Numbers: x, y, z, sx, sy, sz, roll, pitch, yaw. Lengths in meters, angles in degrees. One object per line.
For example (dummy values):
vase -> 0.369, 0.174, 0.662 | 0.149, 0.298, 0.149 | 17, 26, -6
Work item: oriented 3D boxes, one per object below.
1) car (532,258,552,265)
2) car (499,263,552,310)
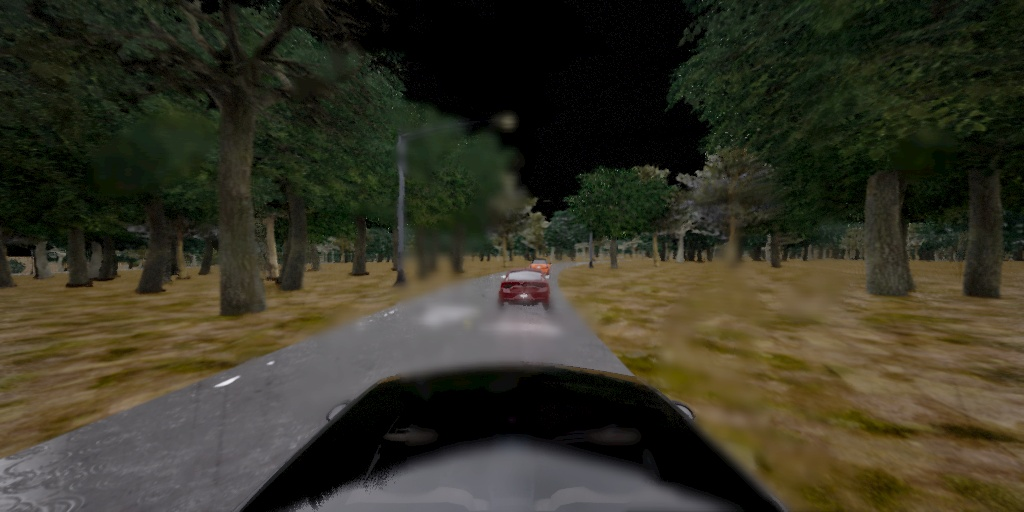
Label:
car -> 2.883, 1.067, 36.179 | 2.097, 1.767, 4.553 | 0, 0, 9
car -> 0.570, 1.224, 14.701 | 1.882, 1.535, 5.008 | 0, 0, 3
